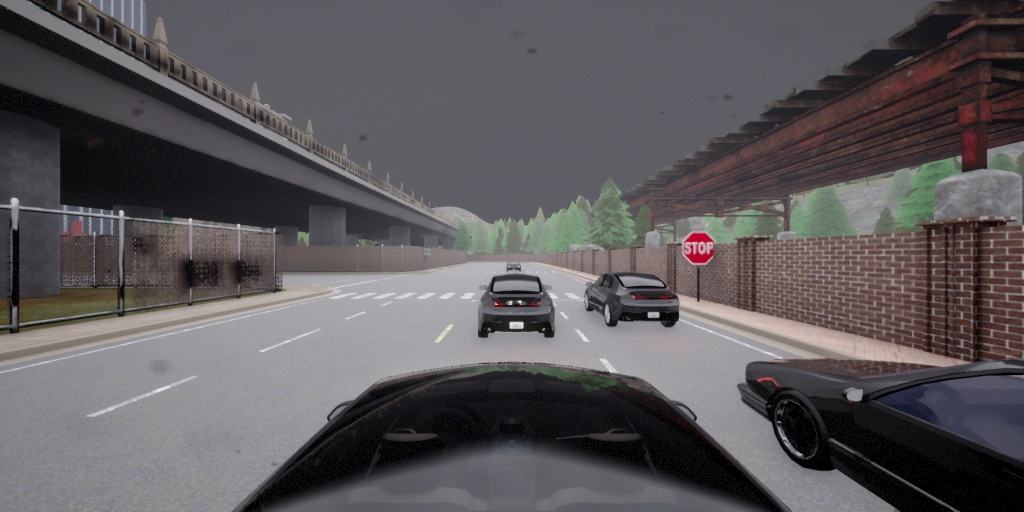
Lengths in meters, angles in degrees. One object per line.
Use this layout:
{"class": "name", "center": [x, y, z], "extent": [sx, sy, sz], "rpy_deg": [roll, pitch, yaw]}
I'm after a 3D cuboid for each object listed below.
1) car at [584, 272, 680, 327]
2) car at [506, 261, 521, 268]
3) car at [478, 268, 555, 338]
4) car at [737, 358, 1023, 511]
{"class": "car", "center": [3.606, 1.255, 11.534], "extent": [1.837, 1.490, 4.892], "rpy_deg": [0, 0, 0]}
{"class": "car", "center": [0.213, 1.351, 46.363], "extent": [1.895, 1.301, 4.718], "rpy_deg": [0, 0, -1]}
{"class": "car", "center": [0.104, 1.255, 10.177], "extent": [1.837, 1.490, 4.892], "rpy_deg": [0, 0, 0]}
{"class": "car", "center": [3.600, 1.297, 1.788], "extent": [2.033, 1.411, 5.357], "rpy_deg": [0, 0, 0]}
